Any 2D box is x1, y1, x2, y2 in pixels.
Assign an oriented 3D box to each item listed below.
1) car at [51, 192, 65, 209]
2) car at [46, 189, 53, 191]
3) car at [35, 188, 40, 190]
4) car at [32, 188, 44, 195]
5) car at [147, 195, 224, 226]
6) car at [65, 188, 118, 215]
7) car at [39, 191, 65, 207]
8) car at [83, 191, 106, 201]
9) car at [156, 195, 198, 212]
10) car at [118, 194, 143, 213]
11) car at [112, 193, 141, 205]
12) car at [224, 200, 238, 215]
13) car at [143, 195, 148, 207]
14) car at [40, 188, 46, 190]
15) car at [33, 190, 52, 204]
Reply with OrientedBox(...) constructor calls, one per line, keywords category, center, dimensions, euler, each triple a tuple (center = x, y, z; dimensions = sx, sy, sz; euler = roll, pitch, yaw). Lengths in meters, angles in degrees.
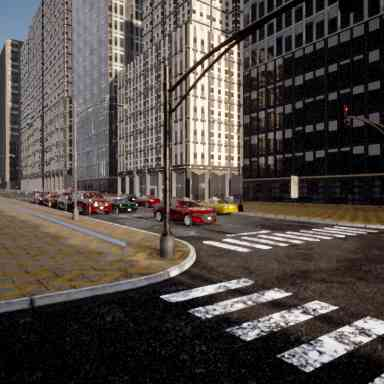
OrientedBox(category="car", center=(-11.632, 0.987, 31.790), dimensions=(1.947, 1.339, 4.313), euler=(1, 0, -36))
OrientedBox(category="car", center=(-28.044, 0.214, 68.518), dimensions=(2.008, 1.369, 4.403), euler=(1, 0, -36))
OrientedBox(category="car", center=(-34.664, -0.104, 77.599), dimensions=(1.967, 1.590, 4.097), euler=(1, 0, -36))
OrientedBox(category="car", center=(-37.974, -0.208, 82.140), dimensions=(1.967, 1.590, 4.097), euler=(1, 0, -36))
OrientedBox(category="car", center=(-0.540, 1.177, 20.942), dimensions=(1.882, 1.535, 5.008), euler=(0, 1, -38))
OrientedBox(category="car", center=(-8.316, 0.841, 27.248), dimensions=(2.192, 1.841, 5.009), euler=(1, 0, -36))
OrientedBox(category="car", center=(-14.942, 0.861, 36.329), dimensions=(1.887, 1.381, 4.507), euler=(1, 0, -36))
OrientedBox(category="car", center=(-14.800, 0.646, 50.356), dimensions=(1.947, 1.339, 4.313), euler=(1, 0, -36))
OrientedBox(category="car", center=(-1.555, 1.066, 32.193), dimensions=(1.947, 1.339, 4.313), euler=(1, 0, -36))
OrientedBox(category="car", center=(-6.448, 1.112, 29.055), dimensions=(1.895, 1.301, 4.718), euler=(0, 1, -36))
OrientedBox(category="car", center=(-8.178, 0.856, 41.274), dimensions=(1.947, 1.339, 4.313), euler=(1, 0, -36))
OrientedBox(category="car", center=(1.725, 1.127, 27.844), dimensions=(1.752, 1.417, 4.829), euler=(1, 0, -36))
OrientedBox(category="car", center=(-4.867, 0.977, 36.734), dimensions=(1.802, 1.307, 4.206), euler=(1, 0, -36))
OrientedBox(category="car", center=(-31.355, 0.104, 73.059), dimensions=(1.887, 1.381, 4.507), euler=(1, 0, -36))
OrientedBox(category="car", center=(-18.254, 0.793, 40.869), dimensions=(1.802, 1.307, 4.206), euler=(1, 0, -36))
